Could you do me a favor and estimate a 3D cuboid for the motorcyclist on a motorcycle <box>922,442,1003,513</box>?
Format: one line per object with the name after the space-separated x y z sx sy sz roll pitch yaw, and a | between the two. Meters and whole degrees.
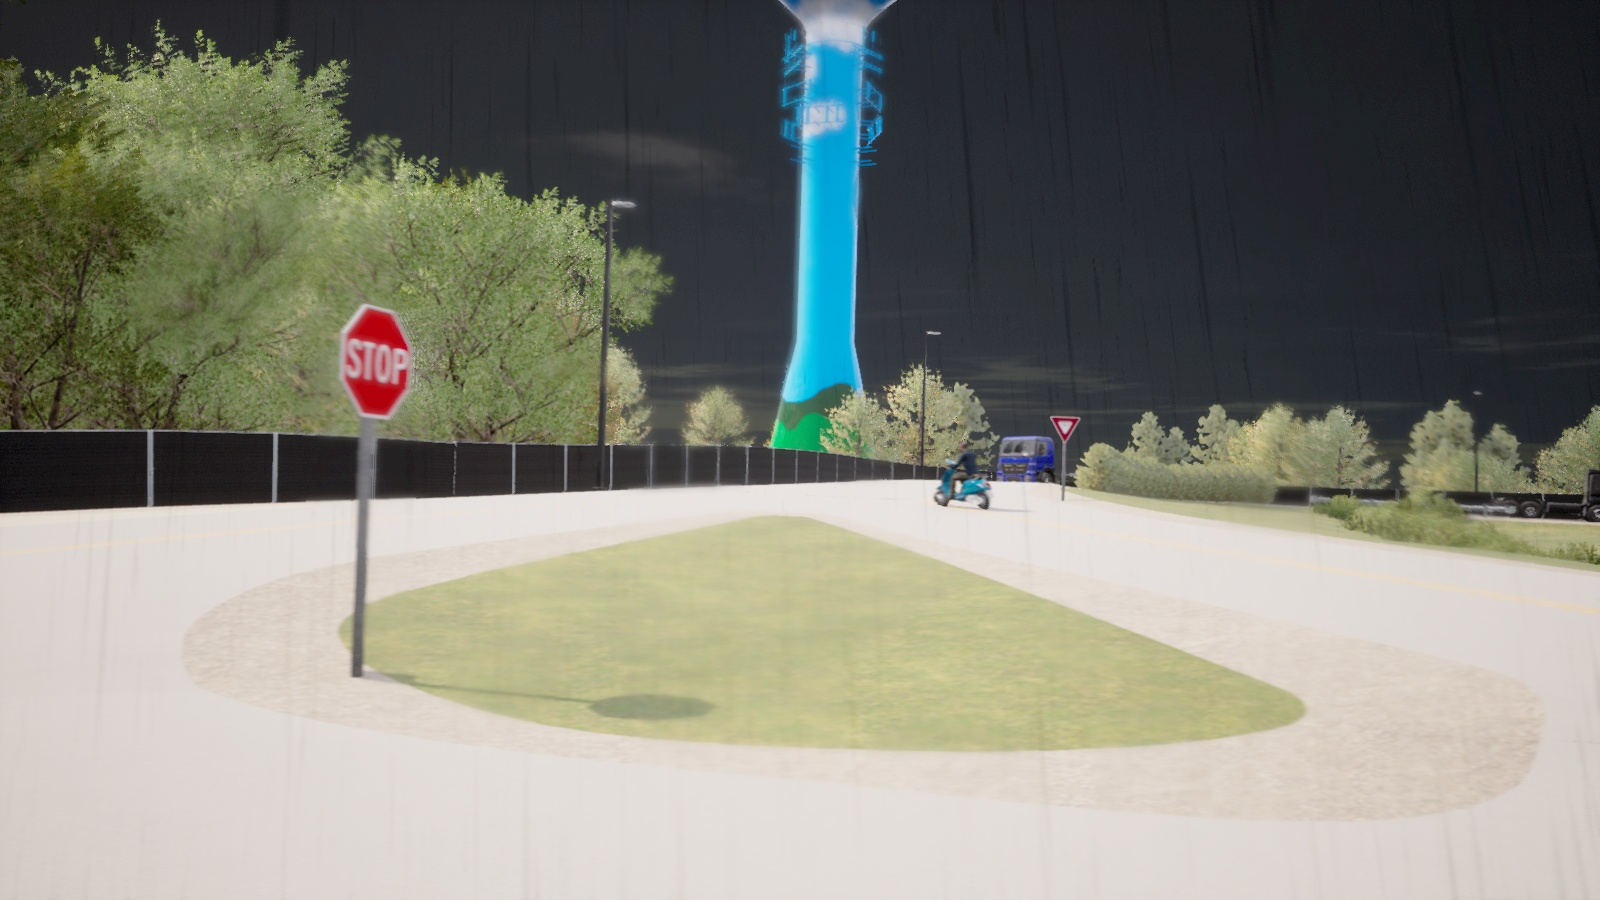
3.865 0.633 29.988 0.866 1.590 1.817 -2 3 -41 | motorcyclist on a motorcycle

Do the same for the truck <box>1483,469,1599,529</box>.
49.874 3.294 82.959 7.936 3.462 2.891 3 -1 24 | truck

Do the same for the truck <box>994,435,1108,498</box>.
16.008 1.091 79.833 7.936 3.462 2.891 6 -4 -43 | truck
